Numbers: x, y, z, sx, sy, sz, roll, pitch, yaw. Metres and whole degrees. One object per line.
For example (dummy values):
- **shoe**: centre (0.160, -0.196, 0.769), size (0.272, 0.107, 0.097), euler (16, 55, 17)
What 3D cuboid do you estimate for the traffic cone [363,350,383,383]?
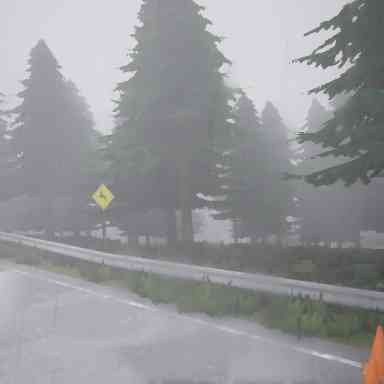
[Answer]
- **traffic cone**: centre (1.780, 1.956, 3.279), size (0.340, 0.580, 0.340), euler (0, 0, 34)

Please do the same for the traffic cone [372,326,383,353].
- **traffic cone**: centre (2.325, 1.956, 4.114), size (0.340, 0.580, 0.340), euler (0, 0, 34)
